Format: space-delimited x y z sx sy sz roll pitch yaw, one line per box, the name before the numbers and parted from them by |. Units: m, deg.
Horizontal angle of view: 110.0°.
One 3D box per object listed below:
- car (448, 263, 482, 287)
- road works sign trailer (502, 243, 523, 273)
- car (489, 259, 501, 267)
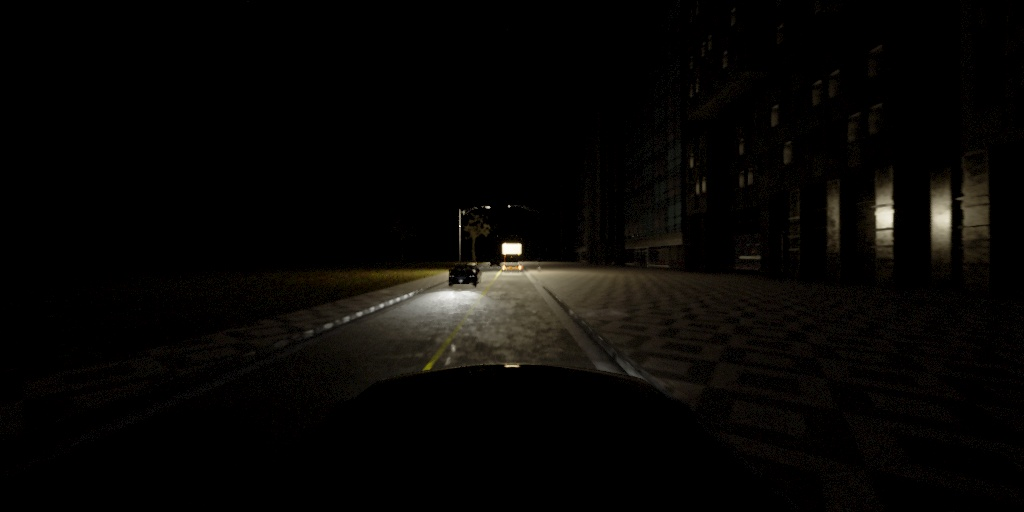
car | -3.101 1.236 24.240 2.128 1.511 4.902 0 0 0
road works sign trailer | -0.009 0.204 44.303 2.380 3.560 2.880 0 0 0
car | -3.028 1.254 65.316 1.837 1.490 4.892 0 0 0
